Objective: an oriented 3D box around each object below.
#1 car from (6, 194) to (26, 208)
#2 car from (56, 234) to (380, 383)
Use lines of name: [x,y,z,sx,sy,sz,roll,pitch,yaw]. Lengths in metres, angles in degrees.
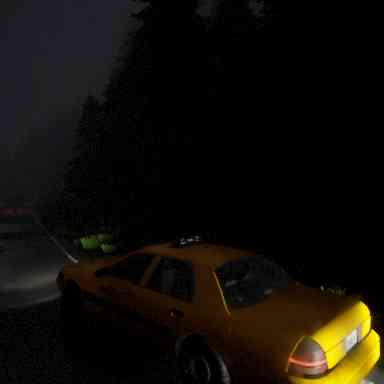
car: [-21.191,1.046,40.026,2.128,1.511,4.902,-2,2,-27]
car: [-0.261,1.416,5.077,5.366,1.575,1.801,1,1,44]
